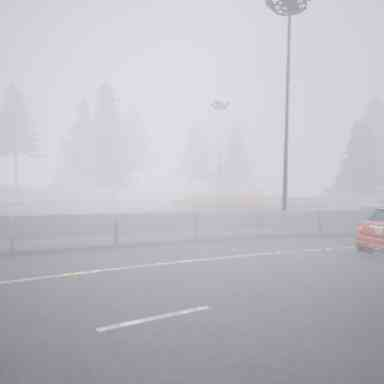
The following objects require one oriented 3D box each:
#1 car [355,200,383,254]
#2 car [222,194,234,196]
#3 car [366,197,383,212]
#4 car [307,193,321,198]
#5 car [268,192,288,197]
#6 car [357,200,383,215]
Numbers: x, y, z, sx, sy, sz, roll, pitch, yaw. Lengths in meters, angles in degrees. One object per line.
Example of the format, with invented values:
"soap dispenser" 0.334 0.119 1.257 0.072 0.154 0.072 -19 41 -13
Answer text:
"car" 8.018 1.327 11.473 4.553 1.767 2.097 1 1 -20
"car" 5.050 0.968 47.201 1.895 1.301 4.718 2 1 39
"car" 21.547 1.361 35.495 4.902 1.511 2.128 1 1 -2
"car" 26.319 0.981 70.651 4.674 1.442 1.812 0 1 -42
"car" 15.533 0.747 59.801 2.097 1.767 4.553 2 1 41
"car" 18.622 1.476 31.842 4.718 1.301 1.895 1 1 -5
